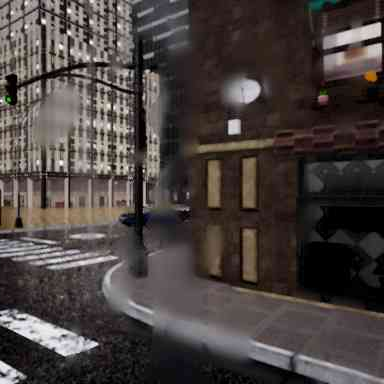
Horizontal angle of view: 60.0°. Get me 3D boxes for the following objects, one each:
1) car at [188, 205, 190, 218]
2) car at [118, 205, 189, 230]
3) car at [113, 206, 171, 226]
[{"bbox_3d":[-0.628,1.882,30.687,2.008,1.369,4.403,-1,-2,35],"label":"car"},{"bbox_3d":[-2.538,1.819,23.218,1.895,1.301,4.718,0,-1,35],"label":"car"},{"bbox_3d":[-3.828,1.801,26.129,2.008,1.369,4.403,-1,-2,35],"label":"car"}]
